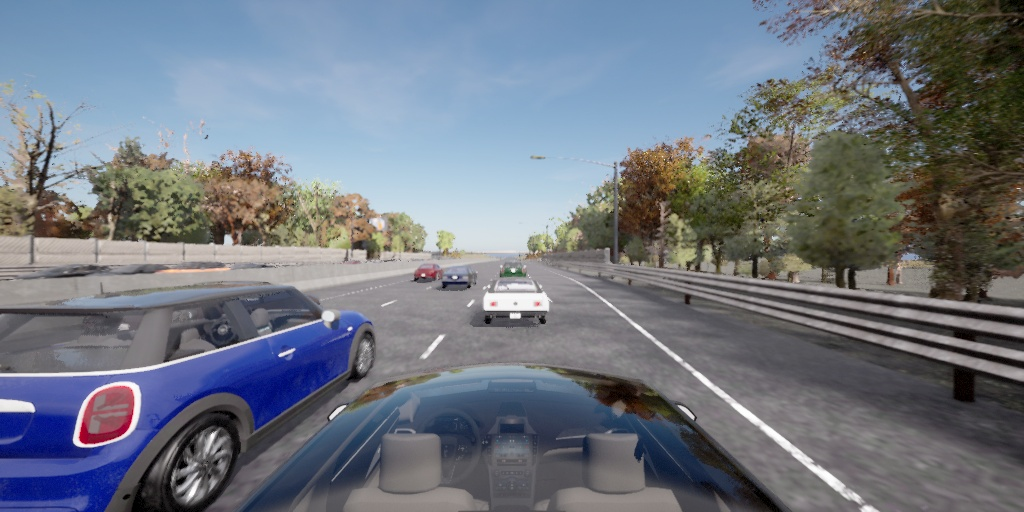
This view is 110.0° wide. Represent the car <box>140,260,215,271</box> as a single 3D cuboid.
[{"bbox_3d":[-21.096,1.133,23.745,2.097,1.767,4.553,0,0,0],"label":"car"}]

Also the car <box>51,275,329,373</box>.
[{"bbox_3d":[-6.901,1.306,8.833,2.033,1.411,5.357,0,0,0],"label":"car"}]

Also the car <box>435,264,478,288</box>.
[{"bbox_3d":[-3.401,1.328,23.839,2.033,1.411,5.357,0,0,0],"label":"car"}]

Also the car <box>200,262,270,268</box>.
[{"bbox_3d":[-17.597,1.286,23.873,1.837,1.490,4.892,0,0,0],"label":"car"}]

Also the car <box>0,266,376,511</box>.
[{"bbox_3d":[-3.410,1.104,4.401,2.097,1.767,4.553,0,0,0],"label":"car"}]

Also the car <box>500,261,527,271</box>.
[{"bbox_3d":[0.099,1.143,28.903,2.097,1.767,4.553,0,0,0],"label":"car"}]

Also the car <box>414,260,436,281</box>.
[{"bbox_3d":[-6.900,1.319,30.192,1.812,1.442,4.674,0,0,0],"label":"car"}]

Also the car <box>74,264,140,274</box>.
[{"bbox_3d":[-24.597,1.258,23.544,1.882,1.535,5.008,0,0,0],"label":"car"}]

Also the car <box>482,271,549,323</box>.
[{"bbox_3d":[0.100,1.363,12.131,1.895,1.301,4.718,0,0,0],"label":"car"}]

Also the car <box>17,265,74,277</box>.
[{"bbox_3d":[-27.800,1.284,22.627,1.837,1.490,4.892,0,0,-2],"label":"car"}]
